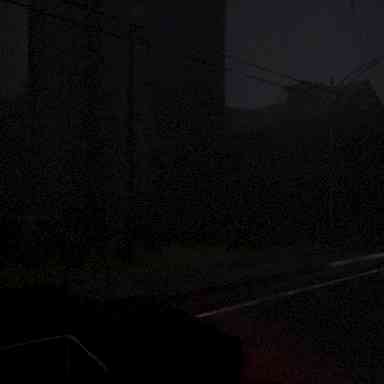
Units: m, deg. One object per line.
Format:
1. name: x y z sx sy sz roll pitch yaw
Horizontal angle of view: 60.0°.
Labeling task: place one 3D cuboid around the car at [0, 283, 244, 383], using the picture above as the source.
1. car: -1.900 1.599 2.636 4.718 1.301 1.895 1 0 -36
